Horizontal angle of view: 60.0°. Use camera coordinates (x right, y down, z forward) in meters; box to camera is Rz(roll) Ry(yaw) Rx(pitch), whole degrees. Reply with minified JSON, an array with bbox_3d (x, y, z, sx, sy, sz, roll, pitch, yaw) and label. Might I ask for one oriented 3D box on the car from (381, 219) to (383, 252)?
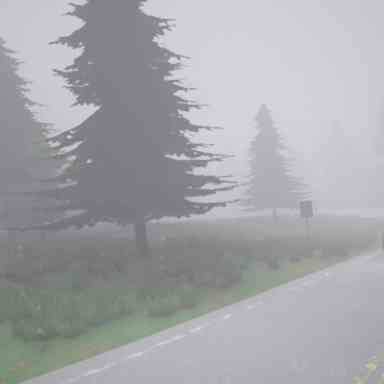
[{"bbox_3d":[10.983,1.827,16.369,2.150,2.045,5.566,-6,-5,40],"label":"car"}]
